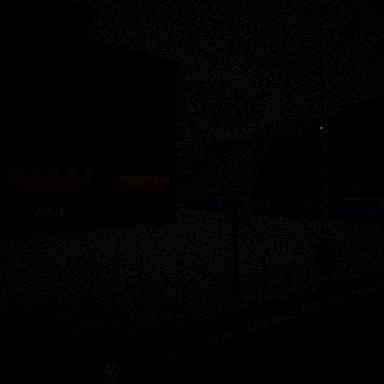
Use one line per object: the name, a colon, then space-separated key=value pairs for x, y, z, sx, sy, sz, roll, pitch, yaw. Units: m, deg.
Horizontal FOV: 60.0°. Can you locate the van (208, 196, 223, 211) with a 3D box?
van: x=4.236 y=1.449 z=40.756 sx=1.690 sy=1.788 sz=3.998 roll=0 pitch=0 yaw=-36

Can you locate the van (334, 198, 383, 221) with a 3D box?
van: x=13.790 y=1.401 z=27.394 sx=1.690 sy=1.788 sz=3.998 roll=0 pitch=0 yaw=-36

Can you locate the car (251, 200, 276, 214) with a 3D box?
car: x=7.421 y=1.531 z=36.302 sx=1.967 sy=1.590 sz=4.097 roll=0 pitch=0 yaw=-36

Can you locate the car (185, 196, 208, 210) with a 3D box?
car: x=1.052 y=1.441 z=45.208 sx=2.192 sy=1.841 sz=5.009 roll=0 pitch=0 yaw=-36

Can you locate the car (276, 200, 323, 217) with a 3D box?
car: x=10.606 y=1.515 z=31.847 sx=1.967 sy=1.590 sz=4.097 roll=0 pitch=0 yaw=-36
